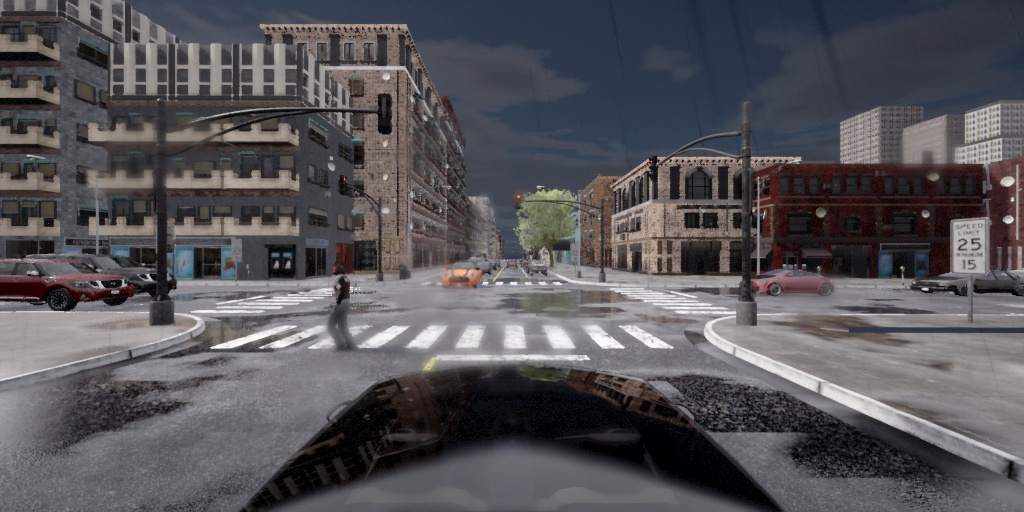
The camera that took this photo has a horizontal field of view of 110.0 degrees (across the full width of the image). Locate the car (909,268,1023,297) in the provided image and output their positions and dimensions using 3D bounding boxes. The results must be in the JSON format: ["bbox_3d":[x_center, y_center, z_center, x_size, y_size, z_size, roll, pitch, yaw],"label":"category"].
[{"bbox_3d":[25.040,1.417,19.405,5.357,1.411,2.033,0,0,0],"label":"car"}]

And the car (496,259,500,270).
[{"bbox_3d":[-3.089,1.309,51.607,1.837,1.490,4.892,0,0,0],"label":"car"}]

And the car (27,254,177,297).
[{"bbox_3d":[-18.309,0.917,15.901,5.566,2.045,2.150,0,0,0],"label":"car"}]

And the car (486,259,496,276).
[{"bbox_3d":[-3.094,1.286,38.686,1.837,1.490,4.892,0,0,0],"label":"car"}]

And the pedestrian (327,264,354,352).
[{"bbox_3d":[-3.591,1.044,7.497,0.375,1.860,0.375,0,0,0],"label":"pedestrian"}]

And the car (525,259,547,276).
[{"bbox_3d":[2.693,1.330,37.038,2.007,1.370,4.403,0,0,0],"label":"car"}]

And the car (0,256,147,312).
[{"bbox_3d":[-17.276,1.013,13.321,5.009,1.841,2.192,0,0,0],"label":"car"}]

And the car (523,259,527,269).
[{"bbox_3d":[2.694,1.228,42.735,1.967,1.591,4.097,0,0,0],"label":"car"}]

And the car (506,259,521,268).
[{"bbox_3d":[0.005,1.319,63.395,2.128,1.511,4.902,0,0,0],"label":"car"}]

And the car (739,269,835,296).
[{"bbox_3d":[14.720,1.387,19.335,4.181,1.385,1.994,0,0,0],"label":"car"}]

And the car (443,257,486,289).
[{"bbox_3d":[-3.098,1.111,23.174,2.097,1.767,4.553,0,0,0],"label":"car"}]
